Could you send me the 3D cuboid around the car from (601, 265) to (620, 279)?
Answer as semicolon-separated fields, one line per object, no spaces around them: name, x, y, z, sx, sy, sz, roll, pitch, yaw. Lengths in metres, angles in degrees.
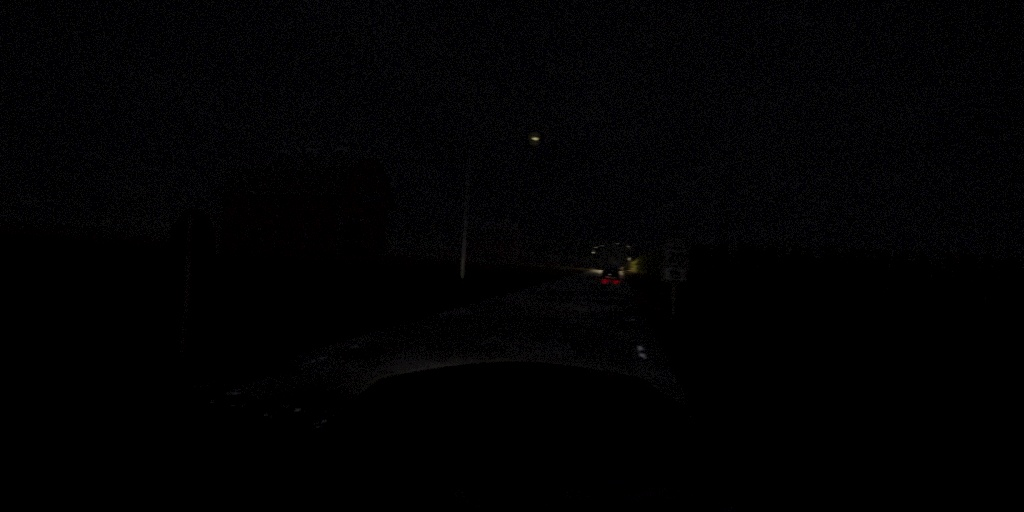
car;11.366;1.837;41.303;2.128;1.511;4.902;3;0;16

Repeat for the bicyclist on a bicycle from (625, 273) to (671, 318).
bicyclist on a bicycle;5.130;1.471;13.433;1.656;1.620;0.582;4;0;16
